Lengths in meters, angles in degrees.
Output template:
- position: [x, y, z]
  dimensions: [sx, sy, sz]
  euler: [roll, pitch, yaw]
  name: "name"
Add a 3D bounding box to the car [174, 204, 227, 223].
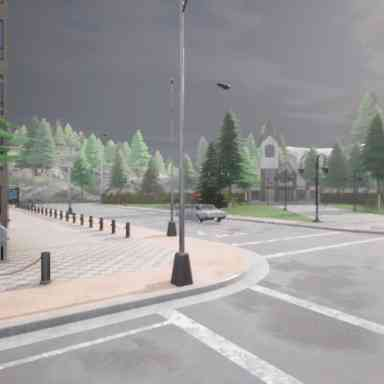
- position: [0.503, 1.584, 25.202]
  dimensions: [1.895, 1.301, 4.718]
  euler: [0, 0, -32]
  name: "car"
